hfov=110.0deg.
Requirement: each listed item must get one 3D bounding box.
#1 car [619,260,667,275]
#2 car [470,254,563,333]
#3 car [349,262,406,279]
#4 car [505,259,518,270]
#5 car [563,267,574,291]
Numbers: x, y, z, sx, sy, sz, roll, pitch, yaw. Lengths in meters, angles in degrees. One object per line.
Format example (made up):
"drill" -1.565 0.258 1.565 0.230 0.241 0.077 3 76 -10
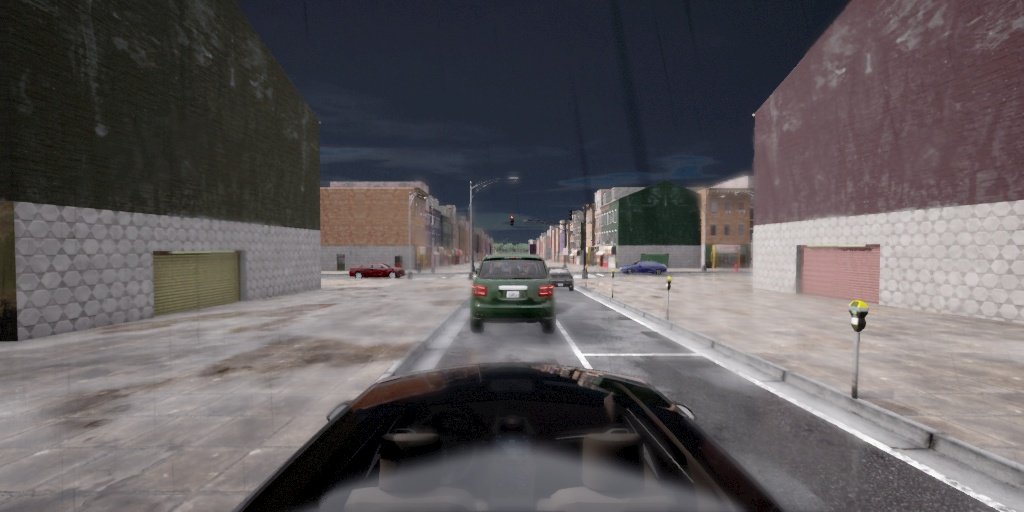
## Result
"car" 13.197 1.160 36.212 4.674 1.442 1.812 0 1 1
"car" 0.029 0.968 10.859 2.150 2.045 5.566 0 0 0
"car" -12.398 1.337 33.202 5.008 1.535 1.882 0 1 -1
"car" -0.085 1.257 53.183 1.837 1.490 4.892 0 0 1
"car" 2.593 1.296 21.274 2.007 1.370 4.403 0 0 0
